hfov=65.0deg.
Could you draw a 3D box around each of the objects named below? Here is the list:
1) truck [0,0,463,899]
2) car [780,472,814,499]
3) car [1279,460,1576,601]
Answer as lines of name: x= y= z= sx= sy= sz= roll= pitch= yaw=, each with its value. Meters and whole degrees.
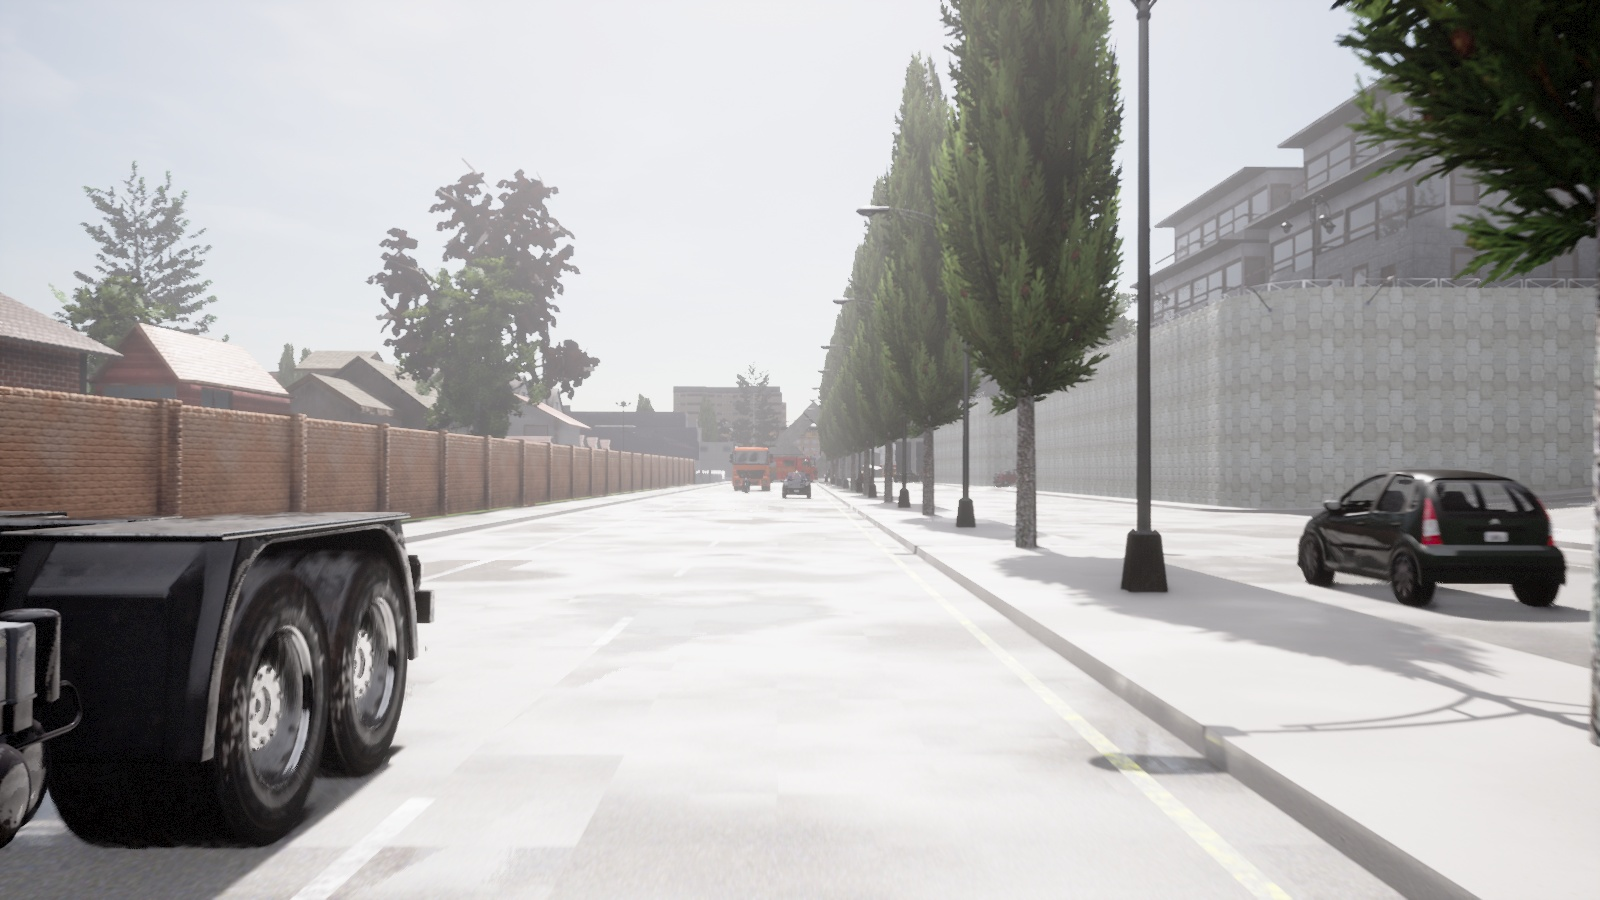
truck: x=-3.513 y=-0.090 z=3.772 sx=2.891 sy=3.462 sz=7.936 roll=0 pitch=-1 yaw=0
car: x=-0.174 y=2.032 z=71.819 sx=1.845 sy=1.501 sz=3.633 roll=0 pitch=-1 yaw=0
car: x=7.960 y=0.956 z=16.398 sx=1.851 sy=1.617 sz=3.988 roll=0 pitch=-1 yaw=0
